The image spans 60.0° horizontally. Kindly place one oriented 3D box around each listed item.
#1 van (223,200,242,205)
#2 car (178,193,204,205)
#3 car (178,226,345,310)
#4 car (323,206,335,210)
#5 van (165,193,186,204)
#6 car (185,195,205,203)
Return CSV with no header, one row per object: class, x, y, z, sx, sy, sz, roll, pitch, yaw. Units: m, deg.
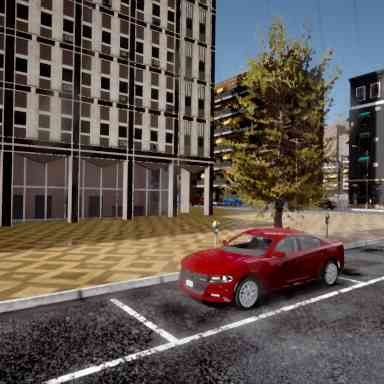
van,7.136,1.314,57.825,1.690,1.788,3.998,2,-1,-36
car,0.342,1.130,52.923,2.192,1.841,5.009,2,-1,-36
car,1.780,1.547,7.834,4.507,1.381,1.887,0,1,-36
car,17.016,1.585,44.123,1.947,1.339,4.313,2,-1,-36
van,-2.953,1.142,57.489,1.690,1.788,3.998,2,-1,-36
car,0.545,1.385,66.958,1.967,1.590,4.097,1,-1,-36
